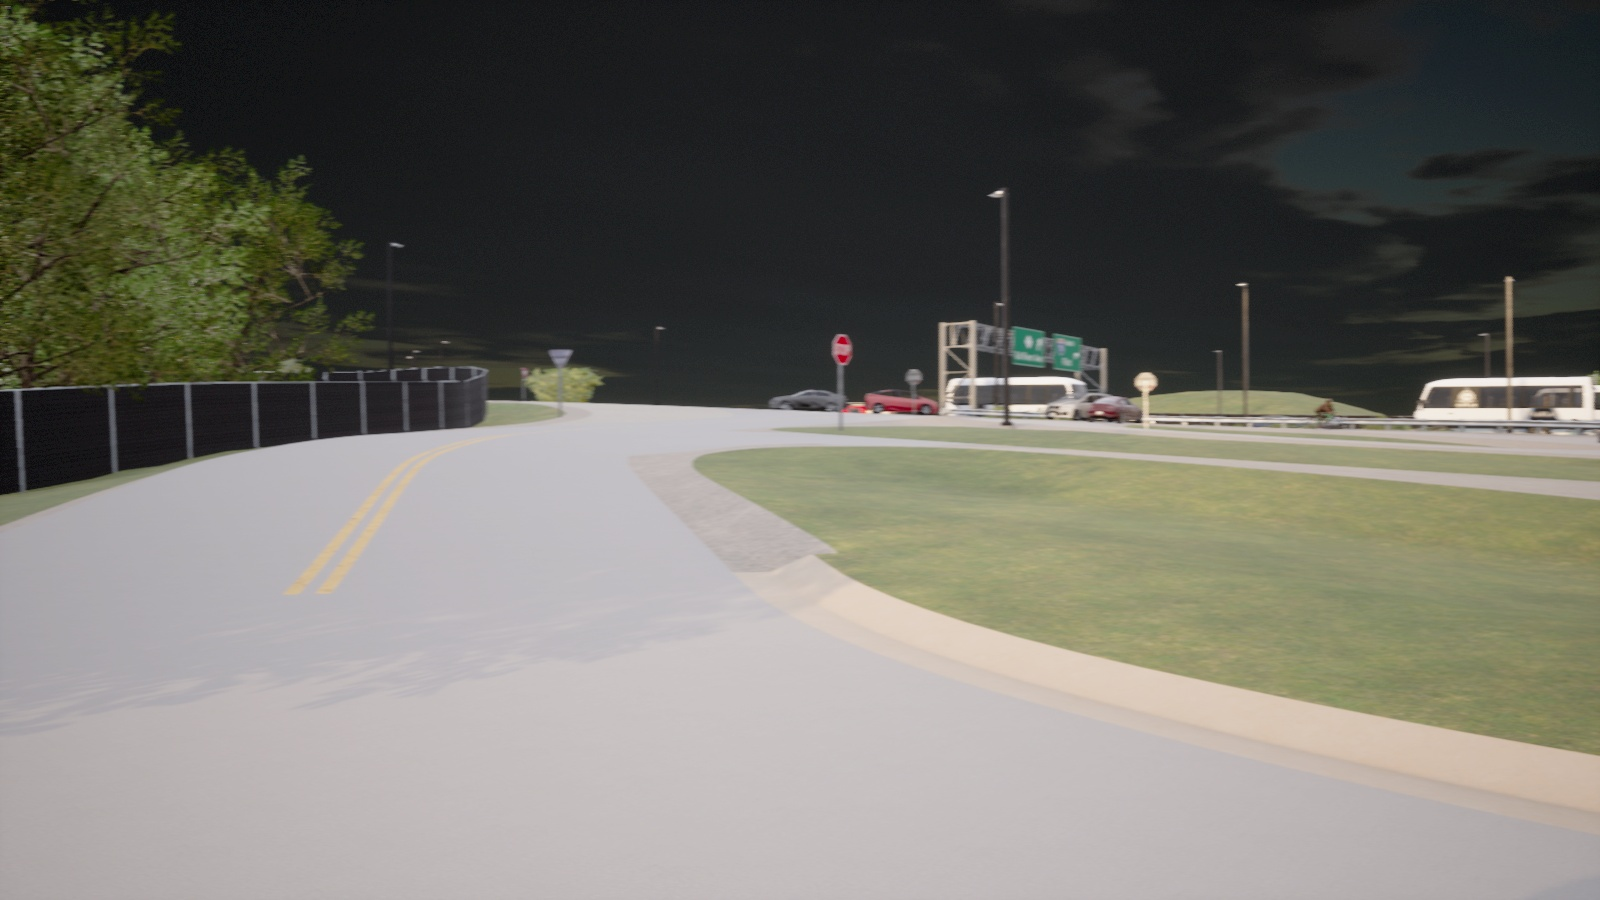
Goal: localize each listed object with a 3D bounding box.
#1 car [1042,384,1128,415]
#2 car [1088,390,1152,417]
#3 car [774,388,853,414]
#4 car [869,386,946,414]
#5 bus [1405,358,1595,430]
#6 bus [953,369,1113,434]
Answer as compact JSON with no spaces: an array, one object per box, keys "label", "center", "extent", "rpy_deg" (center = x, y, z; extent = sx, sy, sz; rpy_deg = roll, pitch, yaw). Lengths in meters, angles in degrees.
[{"label":"car","center":[16.359,-2.884,72.038],"extent":[4.611,1.667,2.242],"rpy_deg":[0,2,-36]},{"label":"car","center":[17.386,-2.528,68.066],"extent":[1.812,1.442,4.674],"rpy_deg":[3,3,35]},{"label":"car","center":[0.834,-3.060,78.782],"extent":[4.902,1.511,2.128],"rpy_deg":[1,0,1]},{"label":"car","center":[6.394,-2.978,75.148],"extent":[4.514,1.525,2.007],"rpy_deg":[1,0,2]},{"label":"bus","center":[44.846,-3.443,80.593],"extent":[10.273,4.253,3.944],"rpy_deg":[0,1,35]},{"label":"bus","center":[16.207,-3.272,87.799],"extent":[10.273,4.253,3.944],"rpy_deg":[0,1,35]}]
